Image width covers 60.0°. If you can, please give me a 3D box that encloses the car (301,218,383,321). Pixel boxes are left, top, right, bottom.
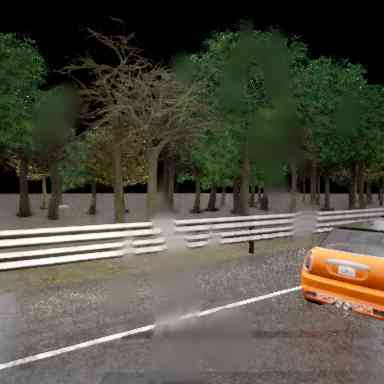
[{"bbox_3d":[4.339,1.355,6.842,4.553,1.767,2.097,0,0,-36],"label":"car"}]
